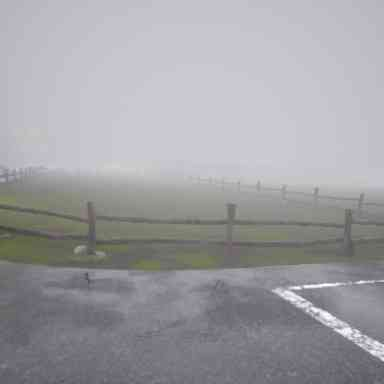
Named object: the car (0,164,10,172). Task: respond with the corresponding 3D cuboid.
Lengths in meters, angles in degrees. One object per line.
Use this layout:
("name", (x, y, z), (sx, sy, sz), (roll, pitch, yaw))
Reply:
("car", (-34.537, -4.394, 60.427), (1.837, 1.490, 4.892), (1, 4, -19))
